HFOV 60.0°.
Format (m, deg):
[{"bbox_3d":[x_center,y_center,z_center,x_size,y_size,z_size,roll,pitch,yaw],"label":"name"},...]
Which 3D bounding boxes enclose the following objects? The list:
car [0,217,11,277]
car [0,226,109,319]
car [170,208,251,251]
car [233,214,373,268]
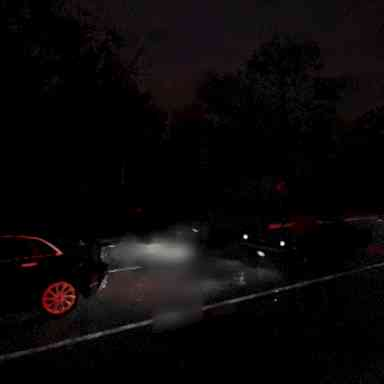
[{"bbox_3d":[-6.971,1.418,7.684,4.718,1.301,1.895,0,1,-35],"label":"car"},{"bbox_3d":[-3.881,1.382,5.561,4.892,1.490,1.837,0,1,-35],"label":"car"},{"bbox_3d":[1.204,1.375,13.318,4.181,1.385,1.994,0,1,-35],"label":"car"},{"bbox_3d":[3.824,1.473,10.876,4.718,1.301,1.895,0,1,-35],"label":"car"}]
